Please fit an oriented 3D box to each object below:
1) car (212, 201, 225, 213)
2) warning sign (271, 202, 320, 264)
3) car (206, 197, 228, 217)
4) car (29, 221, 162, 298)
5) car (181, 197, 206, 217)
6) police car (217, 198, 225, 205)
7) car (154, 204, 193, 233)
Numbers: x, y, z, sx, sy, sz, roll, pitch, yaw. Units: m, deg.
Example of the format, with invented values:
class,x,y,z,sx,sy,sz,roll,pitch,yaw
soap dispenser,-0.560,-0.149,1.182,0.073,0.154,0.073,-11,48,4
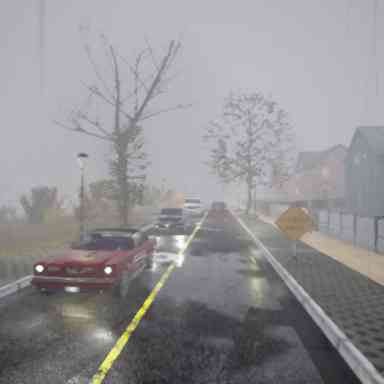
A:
class,x,y,z,sx,sy,sz,roll,pitch,yaw
car,3.719,2.101,46.901,1.812,1.442,4.674,0,-1,4
warning sign,3.289,1.265,10.686,1.300,1.860,1.060,1,0,5
car,2.925,1.799,36.718,2.097,1.767,4.553,0,-1,5
car,-2.244,1.682,8.904,1.895,1.301,4.718,0,-1,5
car,0.111,1.646,37.318,2.150,2.045,5.566,0,-1,5
police car,7.689,2.546,87.686,1.930,1.638,5.238,0,-1,5
car,-1.236,1.740,21.527,1.837,1.490,4.892,0,-1,5
